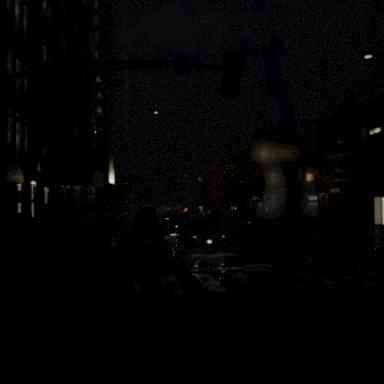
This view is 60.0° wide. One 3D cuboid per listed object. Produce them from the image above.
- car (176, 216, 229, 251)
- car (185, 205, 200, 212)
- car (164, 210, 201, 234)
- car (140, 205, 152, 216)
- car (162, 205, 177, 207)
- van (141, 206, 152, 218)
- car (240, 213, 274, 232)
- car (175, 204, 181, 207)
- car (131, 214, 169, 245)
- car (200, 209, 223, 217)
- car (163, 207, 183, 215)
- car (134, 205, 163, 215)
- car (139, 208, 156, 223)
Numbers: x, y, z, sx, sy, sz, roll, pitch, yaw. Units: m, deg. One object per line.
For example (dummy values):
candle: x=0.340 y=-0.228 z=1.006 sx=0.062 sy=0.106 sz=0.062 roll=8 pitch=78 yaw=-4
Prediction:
car: x=0.517 y=2.156 z=17.202 sx=1.994 sy=1.385 sz=4.181 roll=0 pitch=-2 yaw=-8
car: x=0.283 y=3.224 z=59.481 sx=2.192 sy=1.841 sz=5.009 roll=-1 pitch=-2 yaw=-8
car: x=-0.819 y=2.444 z=26.478 sx=2.033 sy=1.411 sz=5.357 roll=0 pitch=-2 yaw=-8
car: x=-8.798 y=3.466 z=63.775 sx=2.192 sy=1.841 sz=5.009 roll=-1 pitch=-2 yaw=-8
car: x=-3.658 y=3.051 z=46.683 sx=2.128 sy=1.511 sz=4.902 roll=0 pitch=-2 yaw=-8
van: x=-7.227 y=3.133 z=52.822 sx=1.690 sy=1.788 sz=3.998 roll=-1 pitch=-2 yaw=-8
car: x=5.128 y=2.381 z=26.639 sx=2.008 sy=1.369 sz=4.403 roll=-1 pitch=-2 yaw=-8
car: x=-3.643 y=4.120 z=86.859 sx=2.192 sy=1.841 sz=5.009 roll=-1 pitch=-2 yaw=-8
car: x=-2.638 y=2.281 z=19.942 sx=1.947 sy=1.339 sz=4.313 roll=-1 pitch=-2 yaw=-8
car: x=2.761 y=2.898 z=42.321 sx=2.008 sy=1.369 sz=4.403 roll=-1 pitch=-2 yaw=-8
car: x=-2.243 y=2.730 z=36.491 sx=1.837 sy=1.490 sz=4.892 roll=0 pitch=-2 yaw=-8
car: x=-4.085 y=2.366 z=30.185 sx=2.192 sy=1.841 sz=5.009 roll=-1 pitch=-2 yaw=-8
car: x=-5.563 y=2.850 z=41.146 sx=1.967 sy=1.590 sz=4.097 roll=-1 pitch=-2 yaw=-8
